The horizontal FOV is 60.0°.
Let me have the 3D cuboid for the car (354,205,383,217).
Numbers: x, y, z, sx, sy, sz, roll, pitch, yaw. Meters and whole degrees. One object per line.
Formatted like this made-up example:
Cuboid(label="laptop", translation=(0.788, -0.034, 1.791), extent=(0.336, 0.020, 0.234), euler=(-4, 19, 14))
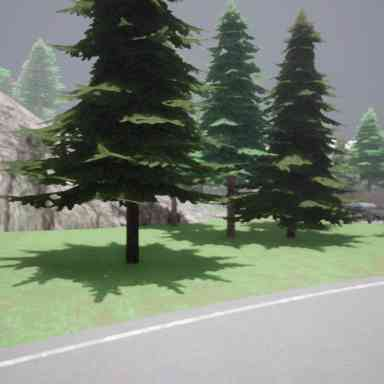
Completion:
Cuboid(label="car", translation=(13.024, 1.403, 25.498), extent=(1.812, 1.442, 4.674), euler=(0, 0, -18))
